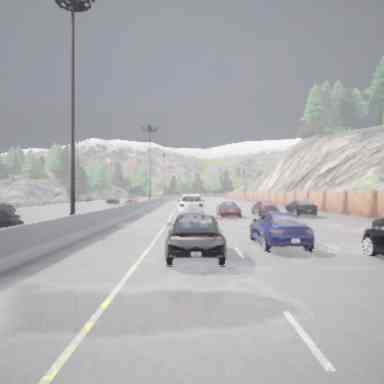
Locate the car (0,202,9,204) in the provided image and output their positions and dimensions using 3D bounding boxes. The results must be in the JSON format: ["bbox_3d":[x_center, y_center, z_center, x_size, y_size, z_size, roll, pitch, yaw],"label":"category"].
[{"bbox_3d":[-17.806,1.583,30.259,1.994,1.385,4.181,0,0,-1],"label":"car"}]

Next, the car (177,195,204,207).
[{"bbox_3d":[-0.096,1.251,29.552,2.150,2.045,5.566,0,0,-1],"label":"car"}]

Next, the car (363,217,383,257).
[{"bbox_3d":[7.114,1.493,10.079,1.882,1.535,5.008,0,0,0],"label":"car"}]

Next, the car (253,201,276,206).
[{"bbox_3d":[6.850,1.562,31.427,1.812,1.442,4.674,0,0,-1],"label":"car"}]

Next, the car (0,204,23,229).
[{"bbox_3d":[-10.589,1.557,16.751,2.033,1.411,5.357,0,0,0],"label":"car"}]

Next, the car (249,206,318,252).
[{"bbox_3d":[3.608,1.542,13.880,1.812,1.442,4.674,0,0,0],"label":"car"}]

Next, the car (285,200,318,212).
[{"bbox_3d":[10.353,1.517,31.945,1.882,1.535,5.008,0,0,-1],"label":"car"}]

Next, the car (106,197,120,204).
[{"bbox_3d":[-14.940,1.663,62.843,1.895,1.301,4.718,0,0,-1],"label":"car"}]

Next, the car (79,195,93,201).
[{"bbox_3d":[-22.076,1.390,69.223,1.882,1.535,5.008,0,0,-1],"label":"car"}]

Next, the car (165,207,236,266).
[{"bbox_3d":[0.114,1.503,11.564,2.128,1.511,4.902,0,0,0],"label":"car"}]

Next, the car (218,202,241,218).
[{"bbox_3d":[3.370,1.597,31.017,1.994,1.385,4.181,0,0,-1],"label":"car"}]

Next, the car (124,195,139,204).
[{"bbox_3d":[-11.452,1.413,63.074,2.097,1.767,4.553,0,0,-1],"label":"car"}]
